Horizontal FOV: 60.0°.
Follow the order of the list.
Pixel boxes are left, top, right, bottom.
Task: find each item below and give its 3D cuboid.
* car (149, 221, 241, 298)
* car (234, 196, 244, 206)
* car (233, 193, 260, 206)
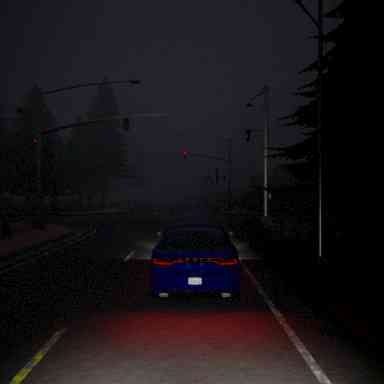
[{"bbox_3d":[0.079,1.478,8.558,1.882,1.535,5.008,0,0,1],"label":"car"},{"bbox_3d":[8.954,1.144,49.511,4.605,1.855,1.932,0,0,0],"label":"car"},{"bbox_3d":[8.545,1.146,52.022,3.866,1.878,1.905,0,0,0],"label":"car"}]
